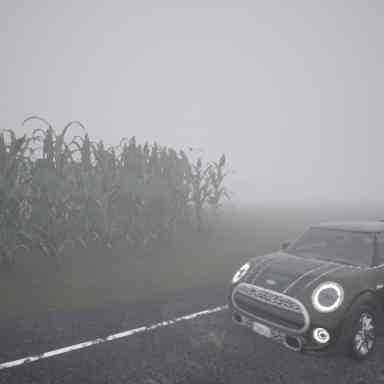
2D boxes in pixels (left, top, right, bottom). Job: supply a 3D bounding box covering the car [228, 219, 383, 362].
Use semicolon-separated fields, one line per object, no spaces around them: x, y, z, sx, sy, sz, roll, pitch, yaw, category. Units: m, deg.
2.808;1.352;6.024;4.553;1.767;2.097;0;0;-36;car
